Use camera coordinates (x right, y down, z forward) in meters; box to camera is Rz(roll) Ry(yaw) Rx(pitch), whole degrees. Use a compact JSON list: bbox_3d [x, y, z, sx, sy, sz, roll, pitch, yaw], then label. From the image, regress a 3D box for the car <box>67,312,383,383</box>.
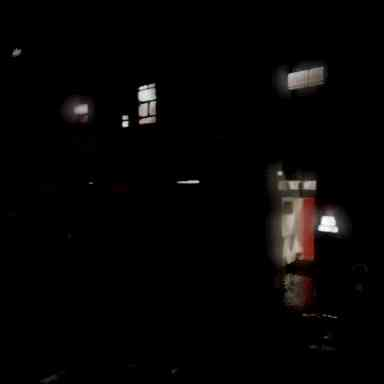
[{"bbox_3d":[0.825,1.586,2.274,4.206,1.307,1.802,-1,0,36],"label":"car"}]
